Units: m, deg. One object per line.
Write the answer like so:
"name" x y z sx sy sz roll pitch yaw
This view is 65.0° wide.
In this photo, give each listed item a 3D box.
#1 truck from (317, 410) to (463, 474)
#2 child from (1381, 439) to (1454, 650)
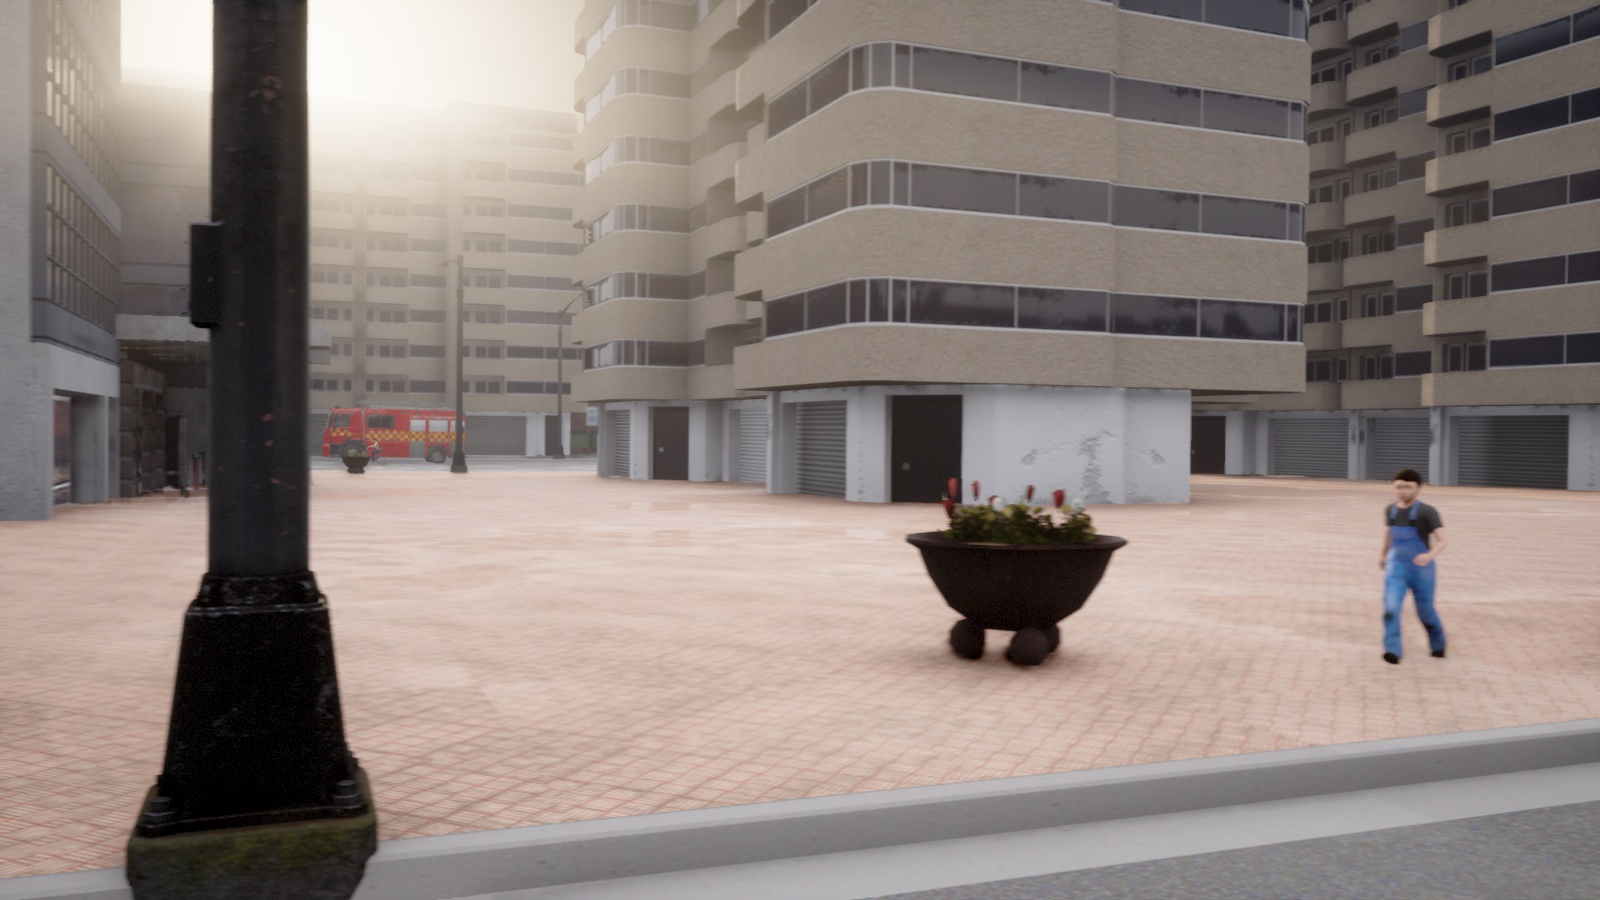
"truck" -25.543 -0.536 78.279 8.468 3.827 2.891 0 1 -22
"child" 3.822 0.565 7.768 0.437 1.263 0.270 -2 1 -45
